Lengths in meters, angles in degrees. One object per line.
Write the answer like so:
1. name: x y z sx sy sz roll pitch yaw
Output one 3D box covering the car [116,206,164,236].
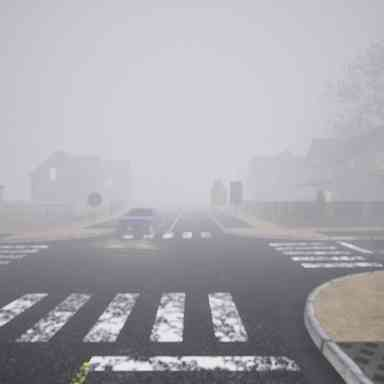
1. car: -2.905 1.616 19.581 1.882 1.535 5.008 1 0 6
